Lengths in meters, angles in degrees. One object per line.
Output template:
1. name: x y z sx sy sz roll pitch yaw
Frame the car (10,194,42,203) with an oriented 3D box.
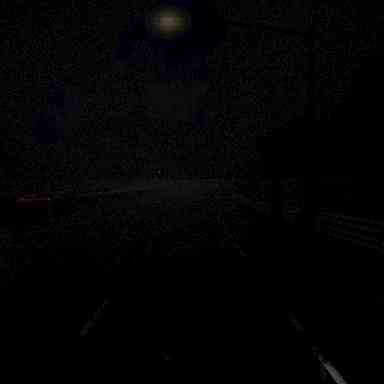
1. car: -20.270 1.091 41.905 1.882 1.535 5.008 0 1 3

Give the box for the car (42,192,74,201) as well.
1. car: -16.743 0.952 42.453 2.097 1.767 4.553 0 1 2

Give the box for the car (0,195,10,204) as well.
1. car: -23.805 1.122 41.041 2.128 1.511 4.902 0 1 3

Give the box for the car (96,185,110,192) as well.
1. car: -21.707 -0.766 81.127 2.150 2.045 5.566 0 2 4
